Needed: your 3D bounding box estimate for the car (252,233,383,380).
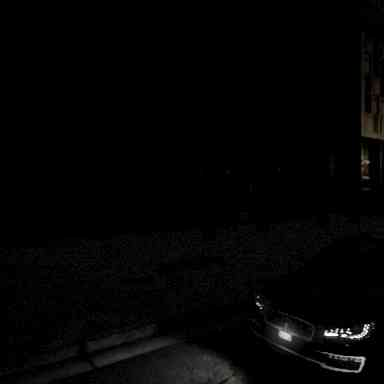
[{"bbox_3d":[3.114,1.501,5.477,4.892,1.490,1.837,0,0,-35],"label":"car"}]
